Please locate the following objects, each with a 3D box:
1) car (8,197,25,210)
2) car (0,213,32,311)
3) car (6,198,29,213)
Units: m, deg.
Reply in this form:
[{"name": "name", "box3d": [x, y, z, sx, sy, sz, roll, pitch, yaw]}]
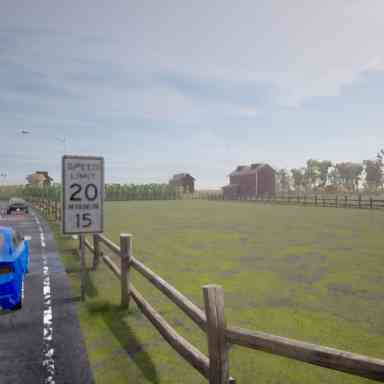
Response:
[{"name": "car", "box3d": [-23.341, 1.505, 44.069, 1.837, 1.490, 4.892, 0, 0, -30]}, {"name": "car", "box3d": [-4.719, 1.479, 7.375, 1.882, 1.535, 5.008, 0, 0, -24]}, {"name": "car", "box3d": [-18.395, 1.509, 35.178, 1.837, 1.490, 4.892, 0, 0, -28]}]
